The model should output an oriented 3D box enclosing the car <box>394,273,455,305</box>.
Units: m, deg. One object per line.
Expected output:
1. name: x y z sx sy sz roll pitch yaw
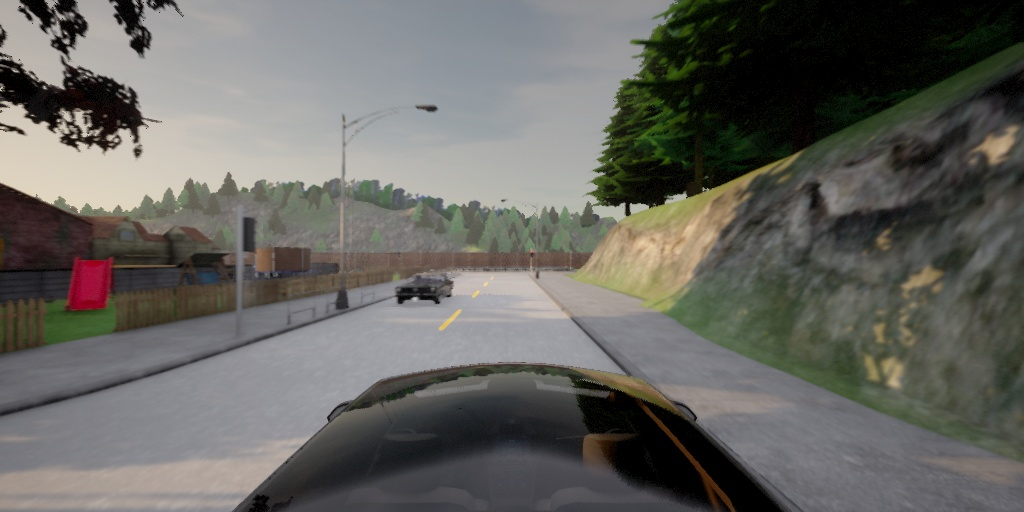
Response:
1. car: -4.005 1.489 17.062 1.895 1.301 4.718 0 0 0
